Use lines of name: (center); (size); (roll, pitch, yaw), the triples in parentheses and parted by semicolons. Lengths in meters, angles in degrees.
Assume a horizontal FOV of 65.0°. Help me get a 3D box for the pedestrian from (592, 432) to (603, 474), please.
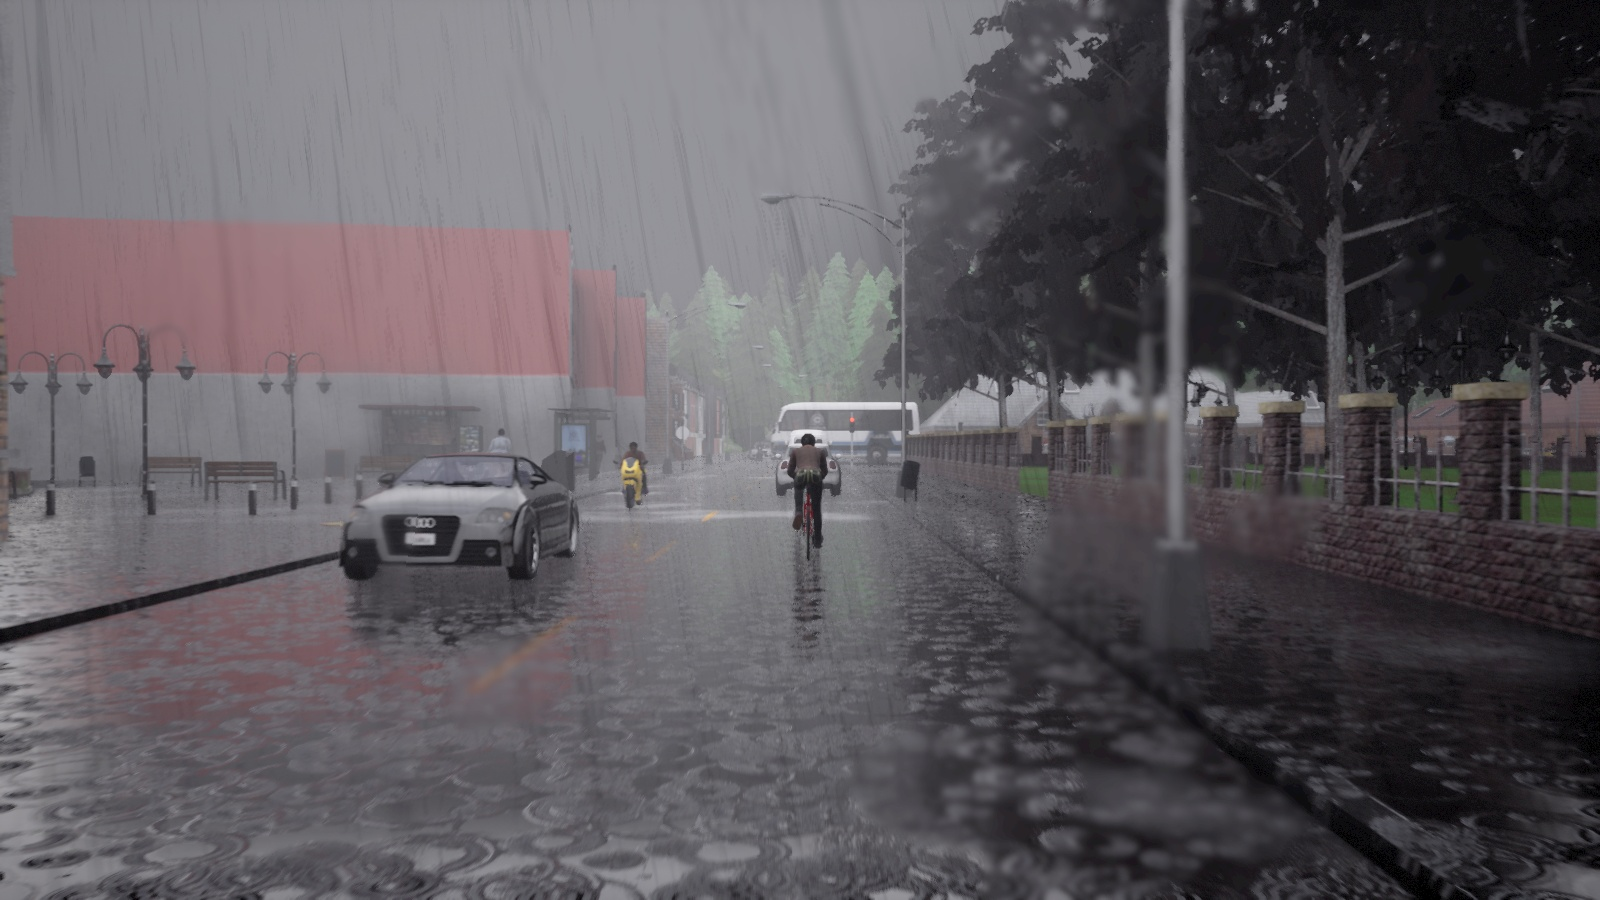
pedestrian: (-8.908, 0.137, 55.368); (0.376, 1.854, 0.720); (0, 0, -1)

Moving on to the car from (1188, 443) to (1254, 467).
car: (27.090, 0.326, 80.900); (3.633, 1.501, 1.845); (0, 0, -1)

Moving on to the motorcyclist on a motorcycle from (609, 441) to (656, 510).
motorcyclist on a motorcycle: (-3.813, 0.564, 28.720); (0.797, 1.523, 2.044); (0, 0, 0)

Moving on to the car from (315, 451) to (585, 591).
car: (-3.901, 0.724, 14.797); (1.994, 1.385, 4.181); (0, 0, 0)

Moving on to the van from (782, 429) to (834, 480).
van: (0.352, 0.175, 52.366); (2.069, 2.038, 4.480); (0, 0, 1)

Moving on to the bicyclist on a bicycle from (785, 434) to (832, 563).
bicyclist on a bicycle: (0.110, 0.606, 16.597); (0.582, 1.620, 1.656); (0, 0, 0)

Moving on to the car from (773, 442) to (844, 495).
car: (0.244, 0.504, 36.911); (1.970, 1.475, 3.806); (0, 0, 0)

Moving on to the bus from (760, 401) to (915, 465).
bus: (2.457, -1.108, 85.202); (10.273, 4.253, 3.944); (0, -1, 0)

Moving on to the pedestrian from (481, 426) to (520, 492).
pedestrian: (-8.563, 0.247, 35.917); (0.874, 1.855, 0.900); (0, 0, 1)
